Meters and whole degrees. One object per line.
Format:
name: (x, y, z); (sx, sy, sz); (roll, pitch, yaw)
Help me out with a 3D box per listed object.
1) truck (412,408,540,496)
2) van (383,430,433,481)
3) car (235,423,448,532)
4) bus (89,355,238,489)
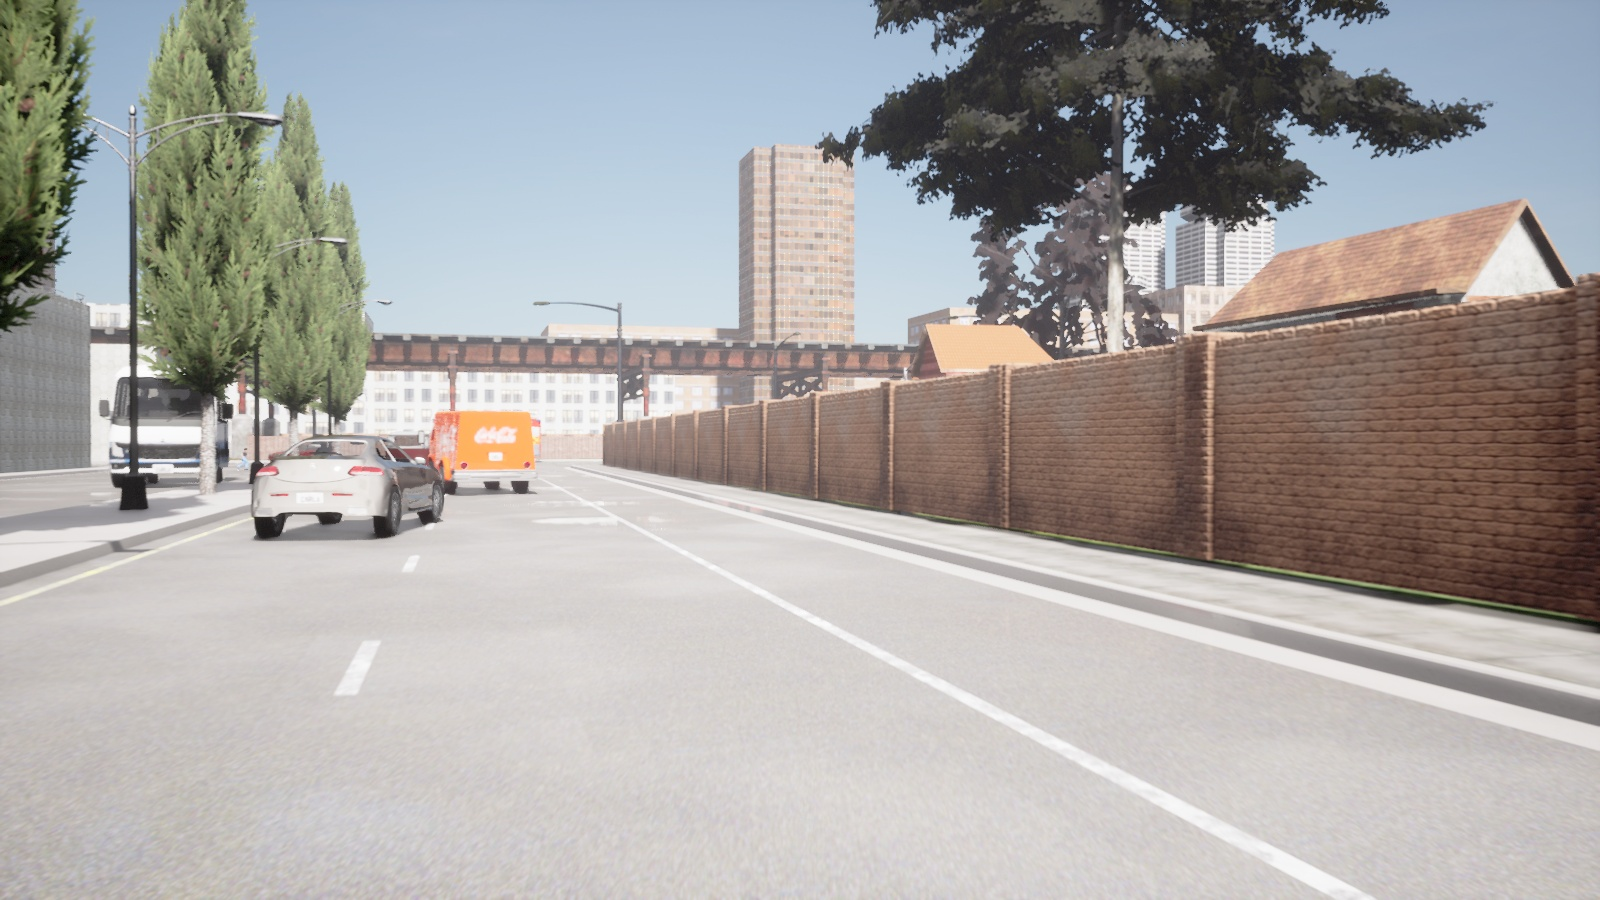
truck: (-9.952, 0.039, 38.247); (2.627, 2.467, 5.204); (0, 1, -28)
van: (-16.104, 0.194, 51.769); (1.775, 1.987, 4.442); (0, 0, -15)
car: (-7.625, 0.398, 21.493); (2.152, 1.651, 5.027); (0, 0, -5)
bus: (-22.614, -0.904, 45.255); (3.944, 4.253, 10.273); (0, 0, -22)
